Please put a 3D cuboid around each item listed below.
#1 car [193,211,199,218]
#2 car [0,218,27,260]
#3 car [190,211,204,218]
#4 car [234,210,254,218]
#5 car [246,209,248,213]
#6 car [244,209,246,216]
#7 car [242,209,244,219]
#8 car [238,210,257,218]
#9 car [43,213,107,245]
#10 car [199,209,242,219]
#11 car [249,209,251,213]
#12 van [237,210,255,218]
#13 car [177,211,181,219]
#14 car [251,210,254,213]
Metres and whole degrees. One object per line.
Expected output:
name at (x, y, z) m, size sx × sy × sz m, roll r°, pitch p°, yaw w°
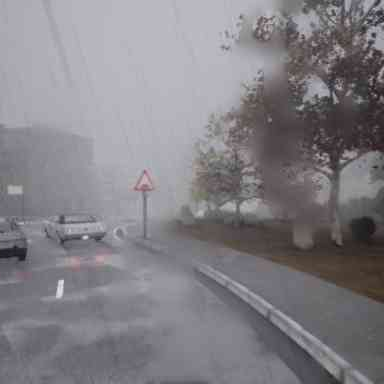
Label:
car at (1.864, 4.135, 59.789) m, size 1.812 × 1.442 × 4.674 m, roll -1°, pitch -4°, yaw 14°
car at (-7.202, 1.637, 12.168) m, size 1.994 × 1.385 × 4.181 m, roll 0°, pitch 0°, yaw -29°
car at (1.121, 4.725, 69.904) m, size 1.994 × 1.385 × 4.181 m, roll -1°, pitch -4°, yaw 14°
car at (12.238, 5.209, 77.923) m, size 4.553 × 1.767 × 2.185 m, roll -1°, pitch -3°, yaw 14°
car at (6.069, 3.742, 53.816) m, size 4.792 × 1.488 × 2.163 m, roll -1°, pitch -4°, yaw 14°
car at (5.360, 3.516, 51.167) m, size 4.892 × 1.521 × 2.231 m, roll -1°, pitch -4°, yaw 14°
car at (4.662, 3.316, 48.512) m, size 5.008 × 1.535 × 2.097 m, roll -1°, pitch -4°, yaw 14°
car at (14.330, 5.667, 85.774) m, size 4.553 × 1.767 × 2.185 m, roll -1°, pitch -3°, yaw 14°
car at (-5.820, 1.666, 16.063) m, size 1.895 × 1.301 × 4.718 m, roll 0°, pitch 0°, yaw -35°
car at (3.972, 3.115, 45.852) m, size 4.892 × 1.521 × 2.231 m, roll -1°, pitch -4°, yaw 14°
car at (8.076, 4.158, 61.823) m, size 4.553 × 1.767 × 2.185 m, roll -1°, pitch -4°, yaw 14°
van at (13.501, 5.419, 83.155) m, size 4.442 × 1.987 × 1.878 m, roll 0°, pitch -3°, yaw 14°
car at (-1.387, 4.100, 60.201) m, size 2.128 × 1.511 × 4.902 m, roll -1°, pitch -4°, yaw 14°
car at (9.485, 4.684, 67.132) m, size 4.674 × 1.452 × 2.002 m, roll -1°, pitch -4°, yaw 14°
